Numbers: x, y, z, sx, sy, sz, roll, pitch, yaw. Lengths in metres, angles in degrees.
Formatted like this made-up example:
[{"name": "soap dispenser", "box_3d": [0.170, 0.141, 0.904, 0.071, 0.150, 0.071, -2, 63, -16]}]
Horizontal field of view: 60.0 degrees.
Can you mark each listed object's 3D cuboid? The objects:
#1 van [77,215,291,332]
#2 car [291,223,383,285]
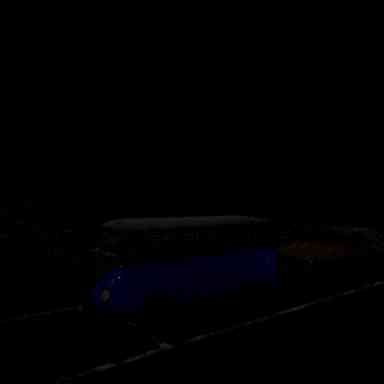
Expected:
[{"name": "van", "box_3d": [-0.071, 1.377, 6.594, 3.998, 1.788, 1.690, 1, 0, -35]}, {"name": "car", "box_3d": [4.349, 1.615, 9.747, 4.829, 1.417, 1.752, 1, 0, -35]}]
